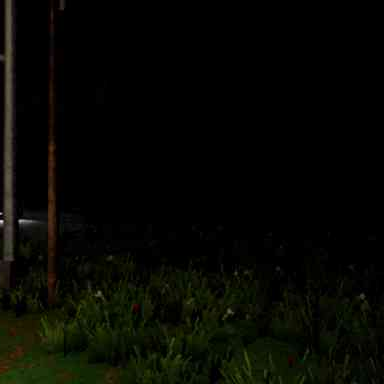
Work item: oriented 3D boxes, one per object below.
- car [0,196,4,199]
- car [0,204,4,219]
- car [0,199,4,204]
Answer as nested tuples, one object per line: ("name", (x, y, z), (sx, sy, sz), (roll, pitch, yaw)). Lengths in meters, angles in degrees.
("car", (-26.062, 1.325, 43.696), (4.553, 1.767, 2.097), (0, 0, 39))
("car", (-12.530, 1.574, 18.699), (1.895, 1.301, 4.718), (0, 0, -13))
("car", (-16.128, 1.537, 28.015), (1.994, 1.385, 4.181), (0, 0, -33))
